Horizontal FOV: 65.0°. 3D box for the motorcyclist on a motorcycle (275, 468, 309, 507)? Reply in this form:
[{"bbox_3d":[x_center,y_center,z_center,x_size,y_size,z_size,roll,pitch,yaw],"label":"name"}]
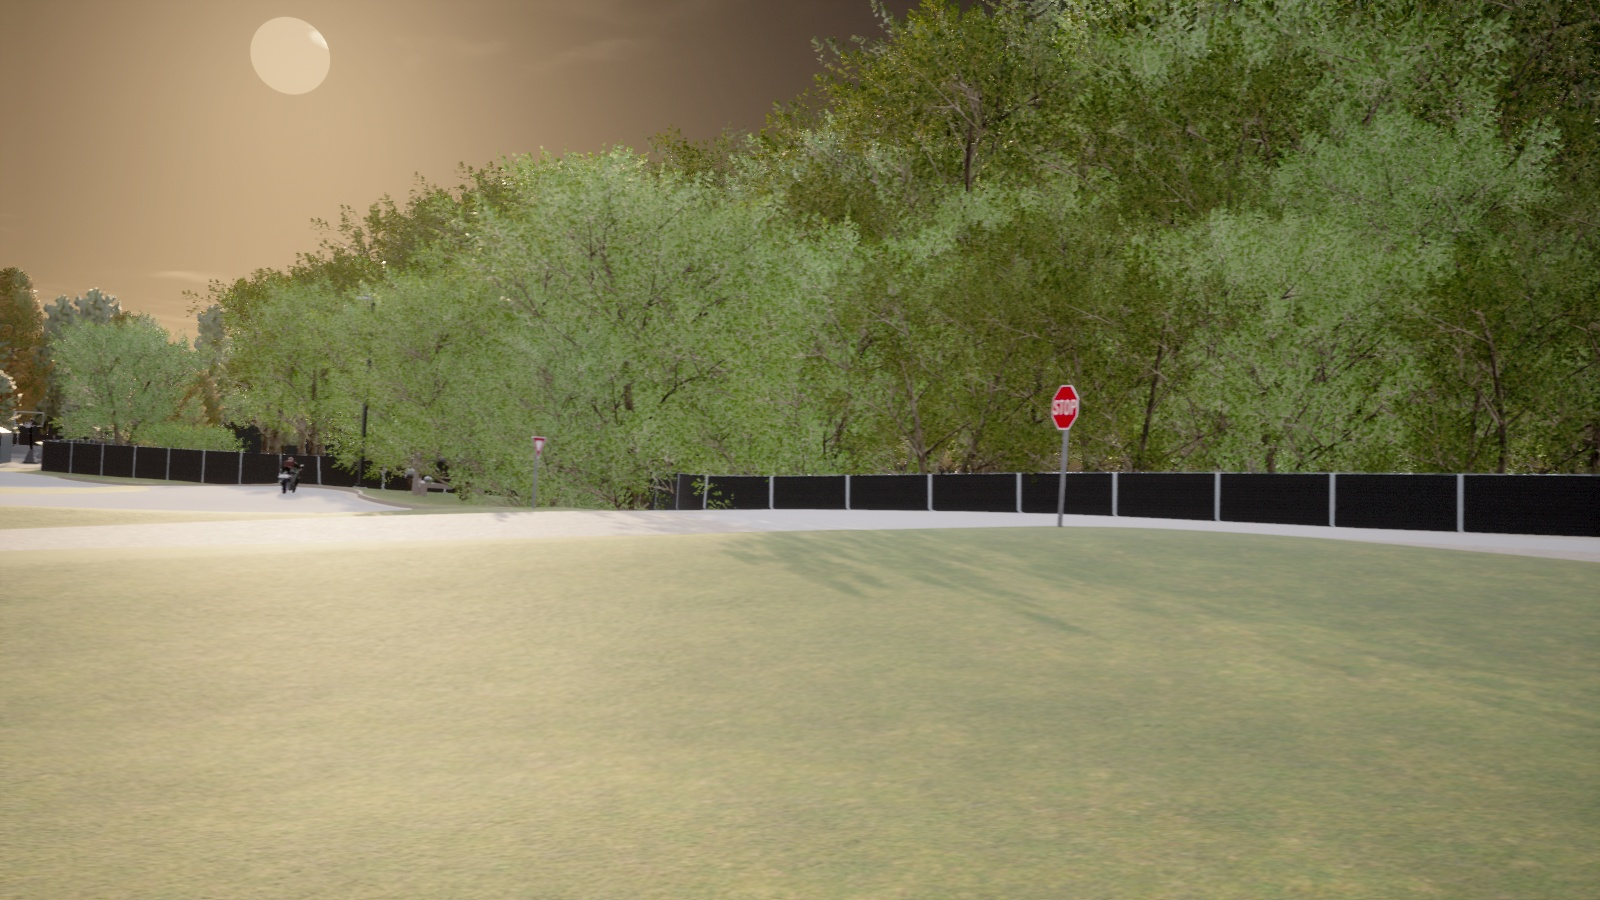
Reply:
[{"bbox_3d":[-20.946,1.523,51.833,0.866,1.530,2.191,0,0,-11],"label":"motorcyclist on a motorcycle"}]
